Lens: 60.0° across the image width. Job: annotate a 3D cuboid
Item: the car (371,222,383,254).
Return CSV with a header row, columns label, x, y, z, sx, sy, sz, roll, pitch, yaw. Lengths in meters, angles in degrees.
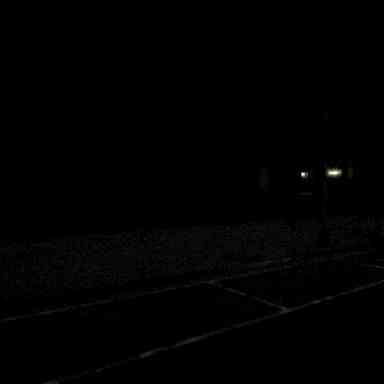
label,x,y,z,sx,sy,sz,roll,pitch,yaw
car,9.080,1.441,13.010,5.009,1.841,2.192,1,0,-36
